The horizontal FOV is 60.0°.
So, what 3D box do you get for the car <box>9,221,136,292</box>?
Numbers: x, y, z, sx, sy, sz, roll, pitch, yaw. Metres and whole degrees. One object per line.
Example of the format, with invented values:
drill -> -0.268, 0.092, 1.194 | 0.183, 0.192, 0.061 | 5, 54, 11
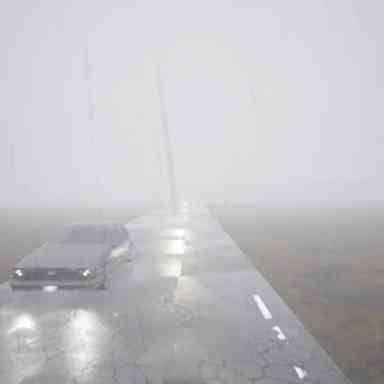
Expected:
car -> -2.818, 1.543, 9.301 | 2.033, 1.411, 5.357 | 0, 0, 0
